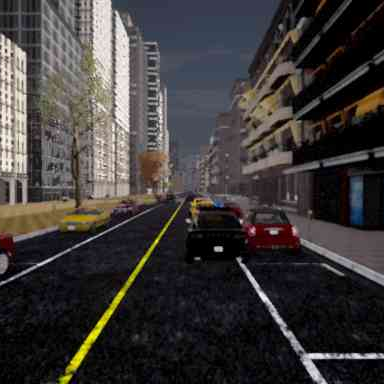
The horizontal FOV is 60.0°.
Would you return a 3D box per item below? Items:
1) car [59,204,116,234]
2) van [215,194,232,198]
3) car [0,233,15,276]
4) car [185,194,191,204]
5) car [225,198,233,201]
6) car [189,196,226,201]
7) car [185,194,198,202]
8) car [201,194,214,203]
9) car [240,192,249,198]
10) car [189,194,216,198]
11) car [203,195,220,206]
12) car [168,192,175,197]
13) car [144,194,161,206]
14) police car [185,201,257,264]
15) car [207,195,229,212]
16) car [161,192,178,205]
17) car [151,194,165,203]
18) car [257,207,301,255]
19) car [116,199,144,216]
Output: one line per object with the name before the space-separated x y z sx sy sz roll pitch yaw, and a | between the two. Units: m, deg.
car | -5.713 1.362 18.155 1.752 1.417 4.829 0 1 0
van | 2.653 1.082 29.398 1.690 1.788 3.998 0 0 0
car | -5.700 1.478 7.260 1.887 1.381 4.507 0 1 0
car | -0.037 1.061 48.307 1.882 1.535 5.008 0 0 0
car | 2.660 1.370 23.869 1.802 1.307 4.206 0 0 0
car | 0.873 1.262 21.659 1.801 1.575 5.366 0 0 0
car | -0.045 1.069 62.586 1.895 1.301 4.718 0 0 8
car | 2.619 1.063 57.063 2.008 1.369 4.403 0 0 0
car | 13.332 0.703 76.480 4.403 1.369 2.008 -1 1 -1
car | 0.866 1.236 27.469 1.882 1.535 5.008 0 0 0
car | 2.633 1.153 45.997 2.008 1.369 4.403 0 0 0
car | -5.809 0.794 94.963 1.947 1.339 4.313 0 0 0
car | -5.747 1.128 45.818 1.752 1.417 4.829 0 0 0
police car | 0.794 1.320 11.603 1.930 1.638 5.238 0 1 2
car | 2.646 1.135 34.932 1.967 1.590 4.097 0 0 0
car | -3.066 1.091 48.449 1.837 1.490 4.892 0 0 0
car | -5.761 1.057 57.053 1.887 1.381 4.507 0 0 0
car | 2.674 1.324 12.802 1.967 1.590 4.097 0 1 0
car | -5.727 1.323 29.391 1.802 1.307 4.206 0 0 0
